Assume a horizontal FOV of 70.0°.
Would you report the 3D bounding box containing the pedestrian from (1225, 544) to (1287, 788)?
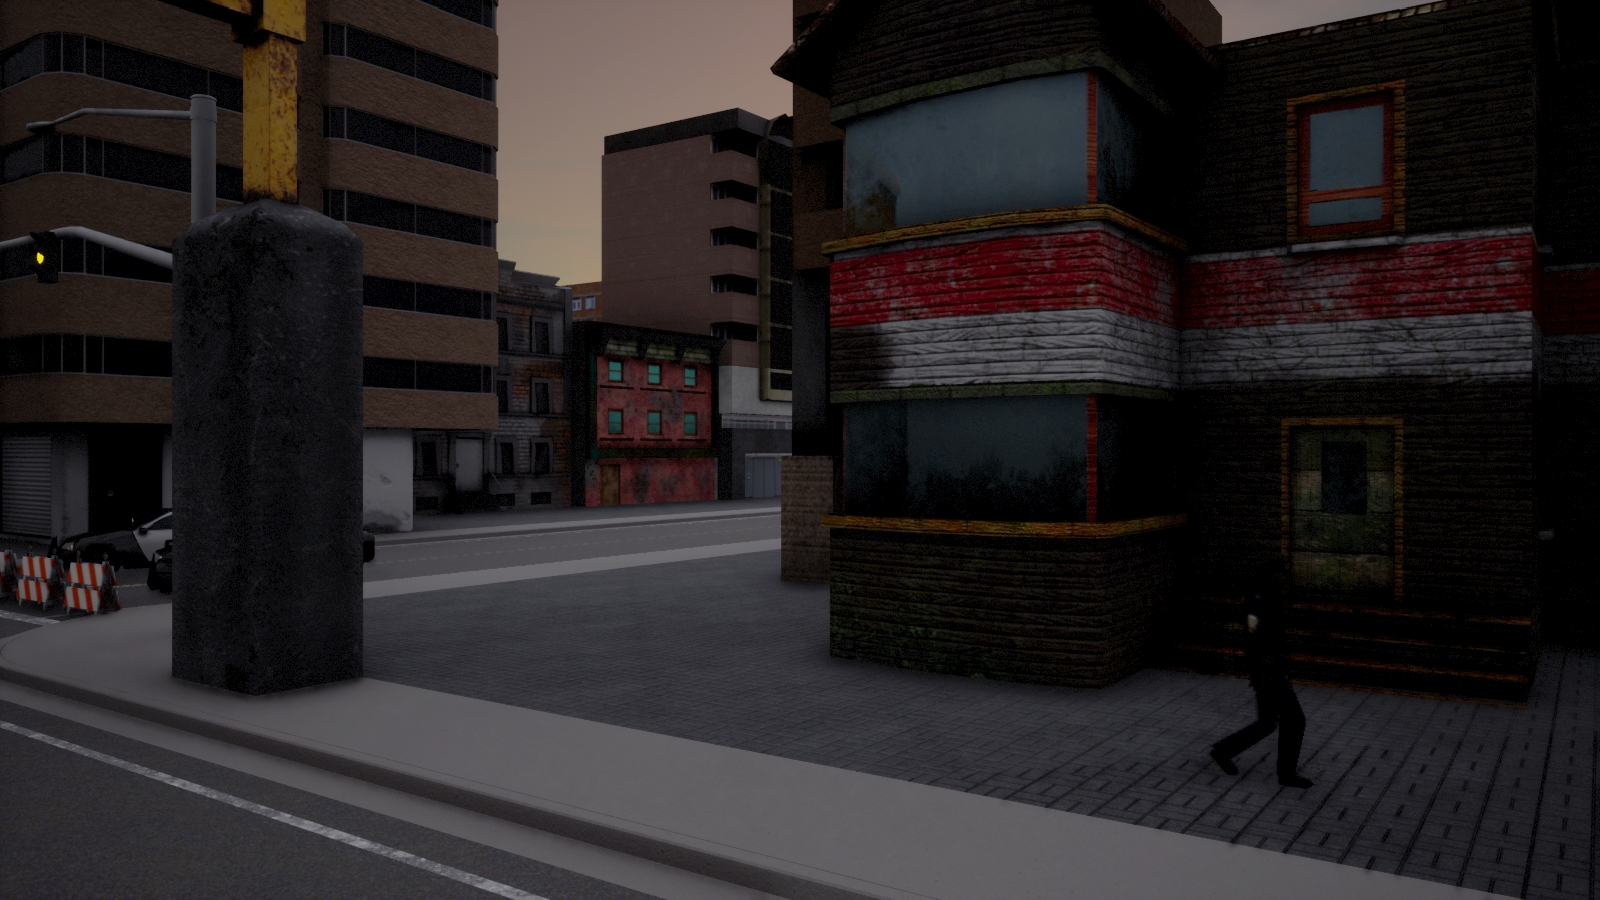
[{"bbox_3d":[3.648,1.700,9.138,0.375,1.860,0.375,0,0,36],"label":"pedestrian"}]
